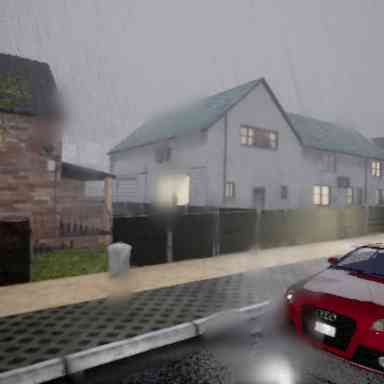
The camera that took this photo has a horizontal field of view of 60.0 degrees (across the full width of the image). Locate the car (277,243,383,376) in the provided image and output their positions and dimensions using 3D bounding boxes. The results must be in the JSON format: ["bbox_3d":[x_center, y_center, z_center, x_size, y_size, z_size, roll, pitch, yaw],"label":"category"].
[{"bbox_3d":[3.340,1.596,5.451,4.181,1.385,1.994,0,0,-35],"label":"car"}]
